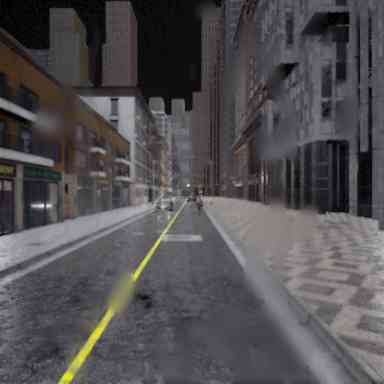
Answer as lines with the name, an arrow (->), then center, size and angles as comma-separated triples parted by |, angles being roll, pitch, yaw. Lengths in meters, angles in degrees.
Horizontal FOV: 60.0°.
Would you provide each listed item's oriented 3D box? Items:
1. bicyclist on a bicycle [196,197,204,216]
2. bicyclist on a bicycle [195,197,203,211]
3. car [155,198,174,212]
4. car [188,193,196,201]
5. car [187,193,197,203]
bicyclist on a bicycle -> 0.828, 1.429, 30.838 | 0.582, 1.620, 1.656 | 0, 0, 0
bicyclist on a bicycle -> 0.828, 1.417, 40.299 | 0.866, 1.612, 1.509 | 0, 0, 0
car -> -3.080, 1.471, 38.020 | 2.128, 1.511, 4.902 | 0, 0, 0
car -> 0.005, 1.252, 83.807 | 2.150, 2.045, 5.566 | 0, 0, 0
car -> 0.008, 1.502, 69.612 | 1.837, 1.490, 4.892 | 0, 0, 0
